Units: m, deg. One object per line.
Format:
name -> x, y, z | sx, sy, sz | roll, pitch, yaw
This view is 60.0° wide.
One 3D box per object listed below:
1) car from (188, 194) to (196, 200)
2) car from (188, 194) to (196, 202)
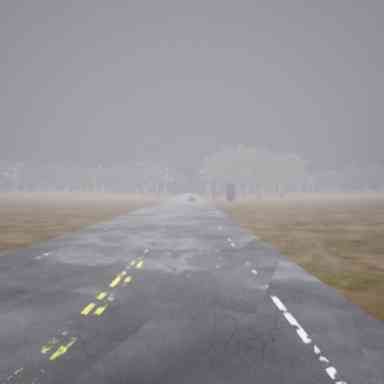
car -> 0.028, 1.337, 85.762 | 1.837, 1.490, 4.892 | 0, 0, 0
car -> 0.025, 1.567, 75.773 | 1.895, 1.301, 4.718 | 0, 0, 0
